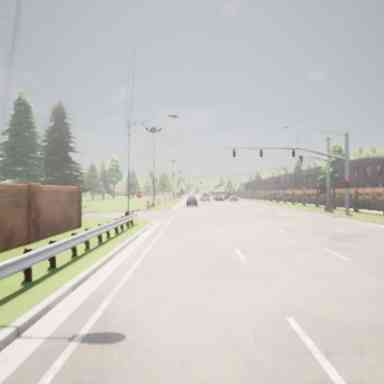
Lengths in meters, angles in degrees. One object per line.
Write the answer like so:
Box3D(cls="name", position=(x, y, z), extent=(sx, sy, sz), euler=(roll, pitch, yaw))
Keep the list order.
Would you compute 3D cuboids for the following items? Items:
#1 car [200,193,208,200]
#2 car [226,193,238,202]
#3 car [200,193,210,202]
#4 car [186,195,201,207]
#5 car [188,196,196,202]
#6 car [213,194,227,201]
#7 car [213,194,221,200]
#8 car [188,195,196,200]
Box3D(cls="car", position=(3.499, 1.232, 94.969), extent=(2.150, 2.045, 5.566), euler=(0, 0, 0))
Box3D(cls="car", position=(10.499, 1.625, 84.518), extent=(1.882, 1.535, 5.008), euler=(0, 0, 0))
Box3D(cls="car", position=(3.499, 1.372, 84.548), extent=(2.150, 2.045, 5.566), euler=(0, 0, 0))
Box3D(cls="car", position=(-0.001, 1.591, 53.905), extent=(2.128, 1.511, 4.902), euler=(0, 0, 0))
Box3D(cls="car", position=(-0.001, 1.671, 84.518), extent=(2.128, 1.511, 4.902), euler=(0, 0, 0))
Box3D(cls="car", position=(6.999, 1.701, 84.934), extent=(1.994, 1.385, 4.181), euler=(0, 0, 0))
Box3D(cls="car", position=(6.999, 1.484, 94.938), extent=(1.882, 1.535, 5.008), euler=(0, 0, 0))
Box3D(cls="car", position=(-0.001, 1.546, 94.938), extent=(2.033, 1.411, 5.357), euler=(0, 0, 0))
